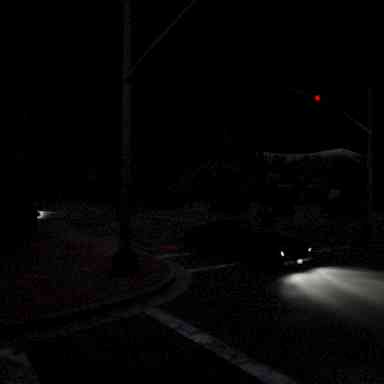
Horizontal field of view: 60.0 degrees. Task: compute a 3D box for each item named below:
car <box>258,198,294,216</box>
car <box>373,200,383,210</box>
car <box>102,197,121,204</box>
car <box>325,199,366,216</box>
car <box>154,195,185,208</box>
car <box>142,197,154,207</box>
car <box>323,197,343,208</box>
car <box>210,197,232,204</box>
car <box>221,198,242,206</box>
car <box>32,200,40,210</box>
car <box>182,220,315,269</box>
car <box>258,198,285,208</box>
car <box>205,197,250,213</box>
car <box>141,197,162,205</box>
[{"bbox_3d":[8.514,1.644,33.669,3.806,1.475,1.970,1,0,-36],"label":"car"},{"bbox_3d":[28.643,1.746,48.374,3.866,1.878,1.905,1,0,-36],"label":"car"},{"bbox_3d":[-15.990,1.682,66.174,3.633,1.501,1.845,1,0,-36],"label":"car"},{"bbox_3d":[16.365,1.792,34.872,4.514,1.523,2.007,1,0,-36],"label":"car"},{"bbox_3d":[-3.084,1.440,48.989,3.866,1.878,1.905,1,0,-36],"label":"car"},{"bbox_3d":[-5.131,1.449,51.091,4.605,1.855,1.932,1,0,-36],"label":"car"},{"bbox_3d":[20.352,1.678,46.384,4.605,1.855,1.932,1,0,-36],"label":"car"},{"bbox_3d":[6.914,1.915,79.043,5.027,1.636,2.152,1,0,-36],"label":"car"},{"bbox_3d":[7.710,1.853,64.952,3.633,1.501,1.845,1,0,-36],"label":"car"},{"bbox_3d":[-21.696,1.748,44.514,1.895,1.301,4.718,1,0,-36],"label":"car"},{"bbox_3d":[1.769,1.775,12.387,2.033,1.411,5.357,0,-1,-36],"label":"car"},{"bbox_3d":[13.573,1.856,56.860,4.514,1.523,2.007,1,0,-36],"label":"car"},{"bbox_3d":[4.466,1.547,38.660,5.027,1.636,2.152,1,0,-36],"label":"car"},{"bbox_3d":[-8.241,1.776,68.147,3.806,1.475,1.970,1,0,-36],"label":"car"}]
